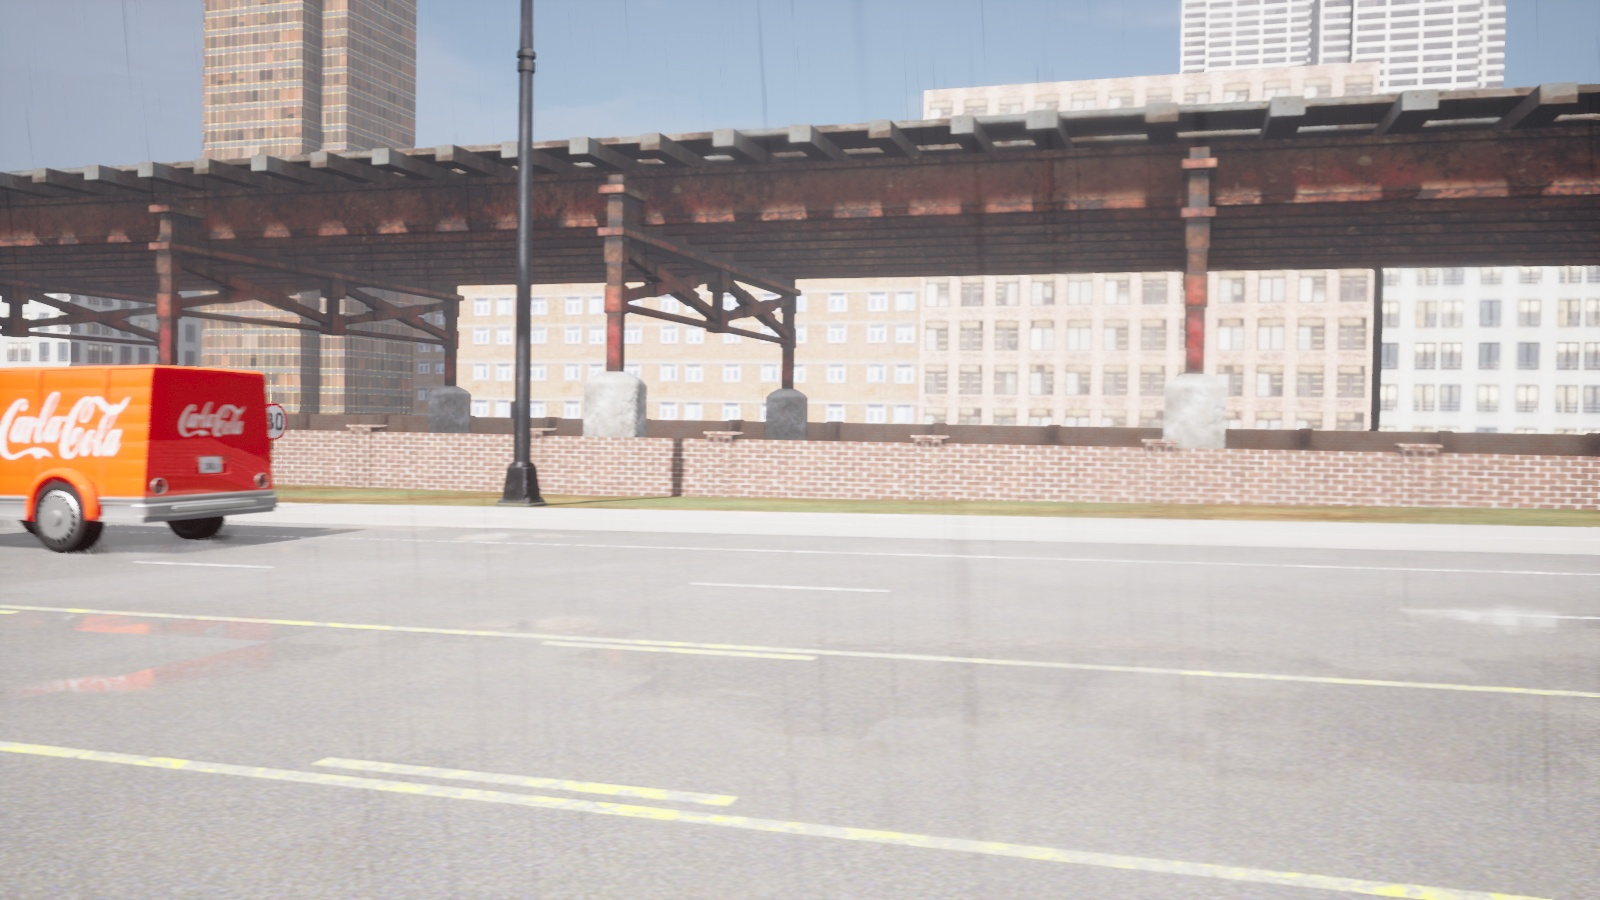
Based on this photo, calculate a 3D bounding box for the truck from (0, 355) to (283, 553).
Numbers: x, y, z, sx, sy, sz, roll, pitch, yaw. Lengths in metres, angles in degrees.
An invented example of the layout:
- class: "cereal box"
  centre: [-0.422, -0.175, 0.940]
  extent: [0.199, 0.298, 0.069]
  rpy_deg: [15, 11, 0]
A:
- class: "truck"
  centre: [-10.378, 0.012, 17.755]
  extent: [5.204, 2.467, 2.627]
  rpy_deg: [0, 1, 18]
